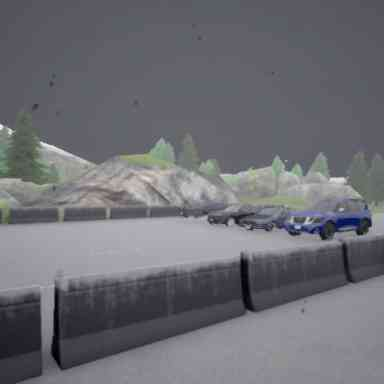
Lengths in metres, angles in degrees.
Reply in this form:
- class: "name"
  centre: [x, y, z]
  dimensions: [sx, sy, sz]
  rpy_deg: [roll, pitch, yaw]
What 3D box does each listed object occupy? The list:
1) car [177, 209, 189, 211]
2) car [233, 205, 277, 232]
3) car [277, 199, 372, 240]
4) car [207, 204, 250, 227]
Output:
- class: "car"
  centre: [1.317, 1.235, 26.313]
  dimensions: [5.357, 1.411, 2.033]
  rpy_deg: [0, 0, -36]
- class: "car"
  centre: [5.370, 1.662, 20.606]
  dimensions: [5.357, 1.411, 2.033]
  rpy_deg: [1, 0, -36]
- class: "car"
  centre: [7.385, 1.378, 17.744]
  dimensions: [5.566, 2.045, 2.150]
  rpy_deg: [1, 0, -36]
- class: "car"
  centre: [3.339, 1.588, 23.454]
  dimensions: [5.008, 1.535, 1.882]
  rpy_deg: [1, 0, -36]
